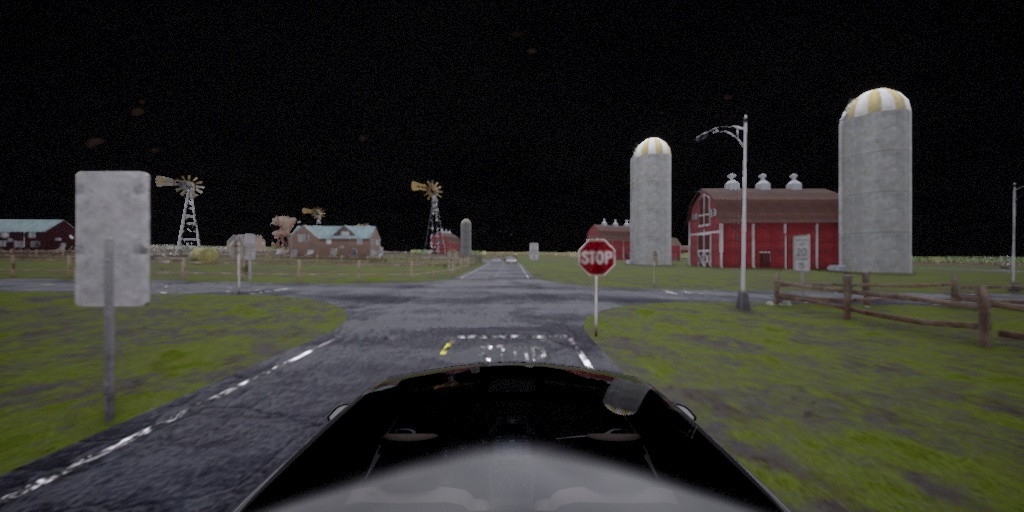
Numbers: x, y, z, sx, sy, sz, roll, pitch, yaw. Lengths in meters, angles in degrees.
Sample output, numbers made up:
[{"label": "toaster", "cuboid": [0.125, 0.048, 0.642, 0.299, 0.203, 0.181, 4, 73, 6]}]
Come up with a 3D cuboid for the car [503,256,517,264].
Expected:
[{"label": "car", "cuboid": [-0.130, 0.841, 64.765, 1.895, 1.301, 4.718, 0, 1, -2]}]
